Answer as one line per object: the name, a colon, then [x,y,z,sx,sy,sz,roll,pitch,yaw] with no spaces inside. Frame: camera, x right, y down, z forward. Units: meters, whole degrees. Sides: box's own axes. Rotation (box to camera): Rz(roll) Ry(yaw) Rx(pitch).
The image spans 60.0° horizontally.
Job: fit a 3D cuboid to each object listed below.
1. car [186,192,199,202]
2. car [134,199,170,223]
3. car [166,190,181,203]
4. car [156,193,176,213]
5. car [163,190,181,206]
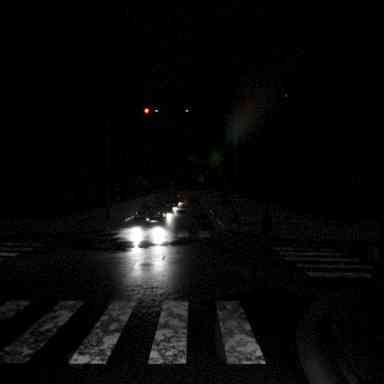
car: [0.073,0.767,53.885,1.882,1.535,5.008,0,1,0]
car: [-2.863,1.425,23.674,1.895,1.301,4.718,0,1,0]
car: [-2.831,0.666,52.751,2.097,1.767,4.553,0,1,0]
car: [-2.867,1.183,33.044,1.837,1.490,4.892,0,1,0]
car: [-2.864,0.730,42.898,2.150,2.045,5.566,0,1,0]
